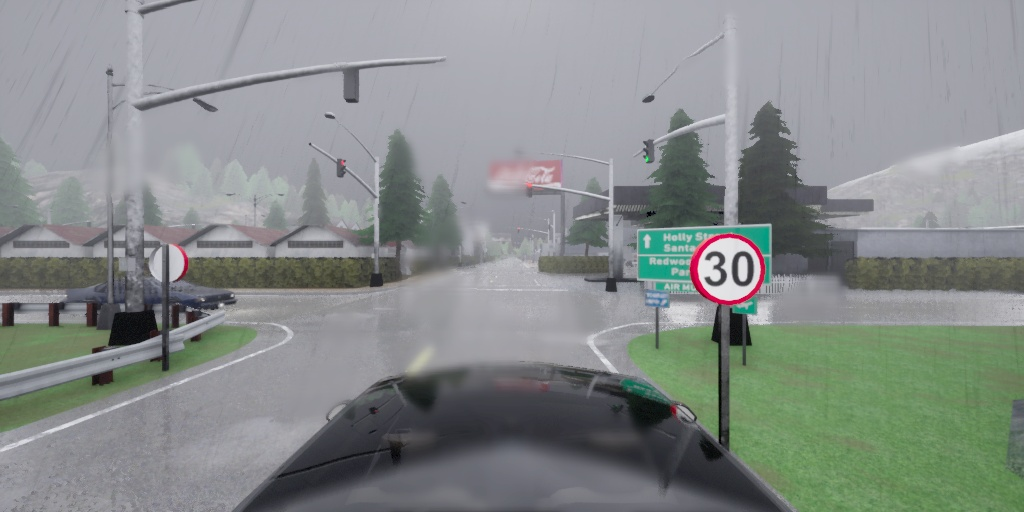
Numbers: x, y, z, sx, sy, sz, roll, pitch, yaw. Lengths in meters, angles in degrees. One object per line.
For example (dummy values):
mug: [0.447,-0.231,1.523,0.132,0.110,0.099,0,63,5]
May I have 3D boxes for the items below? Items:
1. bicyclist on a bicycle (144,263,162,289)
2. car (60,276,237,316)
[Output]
bicyclist on a bicycle: [-21.672,1.244,21.339,0.582,1.620,1.656,0,0,1]
car: [-13.779,1.489,13.754,5.357,1.411,2.033,0,0,1]
